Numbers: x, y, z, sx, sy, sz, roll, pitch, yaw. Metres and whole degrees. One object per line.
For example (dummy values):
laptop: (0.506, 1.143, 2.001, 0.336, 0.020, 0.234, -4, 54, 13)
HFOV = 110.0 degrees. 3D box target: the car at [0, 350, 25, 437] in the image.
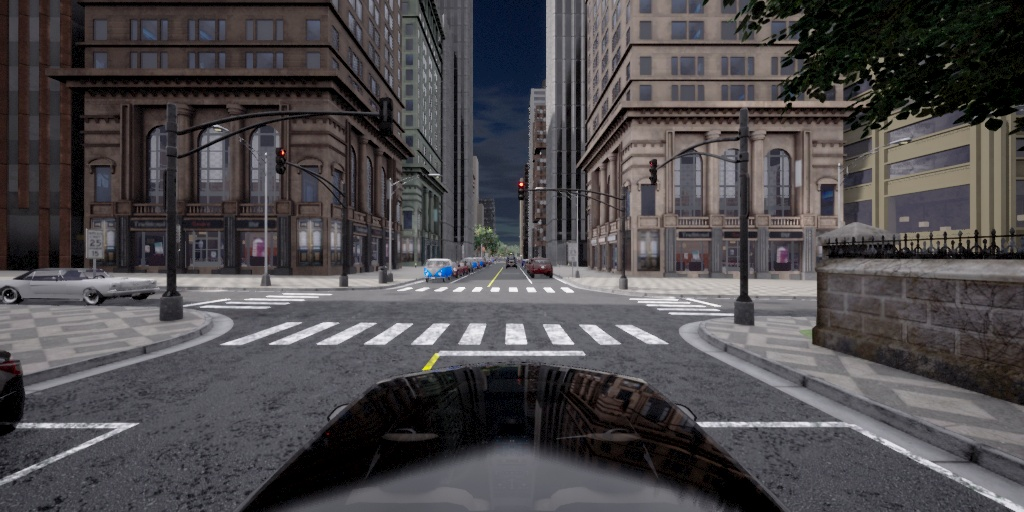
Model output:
car: (-5.762, 1.316, 1.786, 1.948, 1.339, 4.313, 0, 0, 0)

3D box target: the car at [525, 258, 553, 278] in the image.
car: (2.701, 1.085, 33.909, 2.192, 1.841, 5.009, 0, 0, 0)

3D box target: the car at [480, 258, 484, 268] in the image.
car: (-5.866, 1.347, 55.649, 1.888, 1.381, 4.507, 0, 0, 0)

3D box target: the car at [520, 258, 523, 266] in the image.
car: (2.660, 1.352, 55.672, 2.007, 1.370, 4.403, 0, 0, 0)

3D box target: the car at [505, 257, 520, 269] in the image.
car: (-0.058, 1.312, 59.099, 1.837, 1.490, 4.892, 0, 0, 1)

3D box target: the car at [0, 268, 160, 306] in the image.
car: (-16.564, 1.120, 13.688, 4.718, 1.301, 1.895, 1, 0, 0)

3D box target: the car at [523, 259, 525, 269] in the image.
car: (2.691, 1.092, 39.350, 2.192, 1.841, 5.009, 0, 0, 0)

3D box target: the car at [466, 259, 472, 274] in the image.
car: (-5.834, 1.322, 39.324, 1.888, 1.381, 4.507, 0, 0, 0)

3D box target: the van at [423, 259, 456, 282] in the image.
van: (-5.814, 1.105, 28.443, 1.690, 1.789, 3.998, 0, 0, 0)

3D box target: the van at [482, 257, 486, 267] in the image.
van: (-5.876, 1.151, 61.090, 1.690, 1.789, 3.998, 0, 0, 0)

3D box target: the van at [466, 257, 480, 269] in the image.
van: (-5.855, 1.134, 50.207, 1.690, 1.789, 3.998, 0, 0, 0)

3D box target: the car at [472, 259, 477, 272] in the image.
car: (-5.845, 1.351, 44.766, 1.948, 1.339, 4.313, 0, 0, 0)

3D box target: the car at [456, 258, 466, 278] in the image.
car: (-5.824, 1.210, 33.884, 1.967, 1.591, 4.097, 0, 0, 0)
